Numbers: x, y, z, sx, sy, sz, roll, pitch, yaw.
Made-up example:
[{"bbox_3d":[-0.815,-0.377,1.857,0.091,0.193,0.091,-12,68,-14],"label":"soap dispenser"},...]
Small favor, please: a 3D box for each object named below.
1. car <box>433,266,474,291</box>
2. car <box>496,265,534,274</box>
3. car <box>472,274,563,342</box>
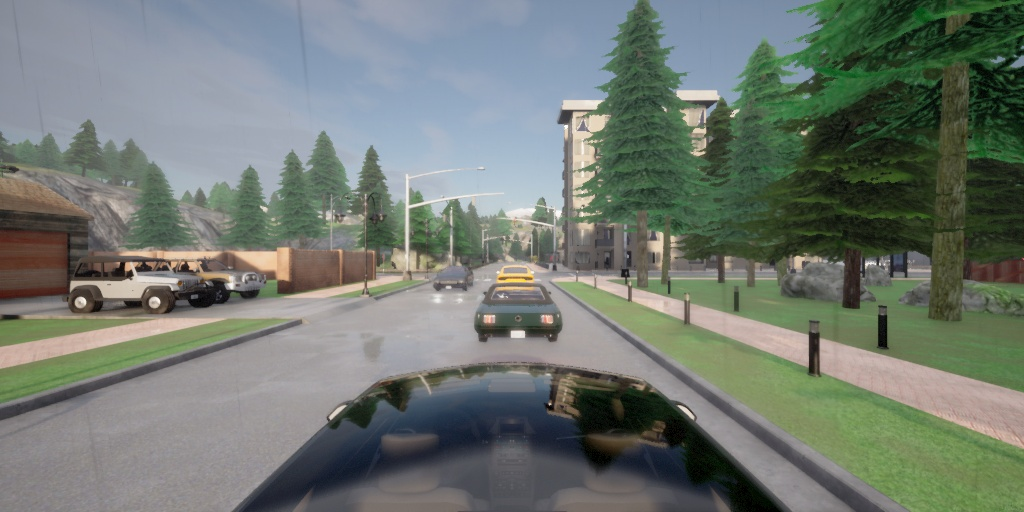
[{"bbox_3d":[-3.410,1.299,22.021,2.033,1.411,5.357,0,0,0],"label":"car"},{"bbox_3d":[0.176,1.228,19.050,1.882,1.535,5.008,0,0,0],"label":"car"},{"bbox_3d":[0.146,1.351,9.711,1.895,1.301,4.718,0,0,0],"label":"car"}]
